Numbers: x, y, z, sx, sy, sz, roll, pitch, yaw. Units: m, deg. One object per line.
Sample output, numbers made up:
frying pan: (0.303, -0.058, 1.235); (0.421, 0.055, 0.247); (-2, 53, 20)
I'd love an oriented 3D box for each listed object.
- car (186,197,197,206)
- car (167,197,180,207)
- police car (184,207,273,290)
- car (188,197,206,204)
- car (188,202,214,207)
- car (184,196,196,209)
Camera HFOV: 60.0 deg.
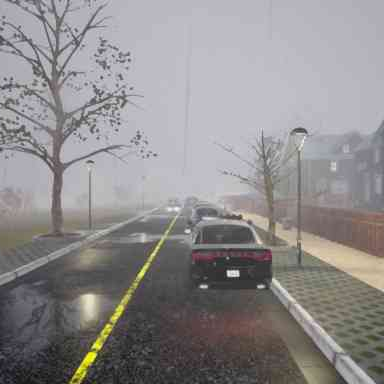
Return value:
car: (-0.042, 1.551, 56.936); (1.812, 1.442, 4.674); (0, 0, 0)
car: (-2.787, 1.510, 50.420); (2.128, 1.511, 4.902); (0, 0, 0)
police car: (0.819, 1.425, 9.218); (1.930, 1.638, 5.238); (0, 0, 0)
car: (0.807, 1.459, 25.298); (1.801, 1.575, 5.366); (0, 0, 0)
car: (0.811, 1.527, 19.108); (1.812, 1.442, 4.674); (0, 0, 0)
car: (-0.015, 1.367, 45.845); (2.097, 1.767, 4.553); (0, 0, 0)
